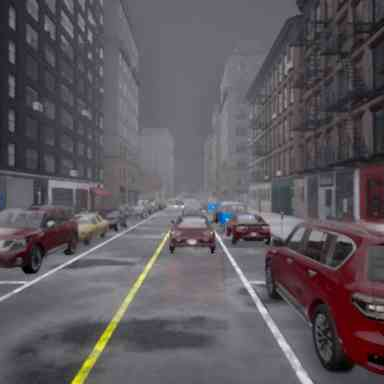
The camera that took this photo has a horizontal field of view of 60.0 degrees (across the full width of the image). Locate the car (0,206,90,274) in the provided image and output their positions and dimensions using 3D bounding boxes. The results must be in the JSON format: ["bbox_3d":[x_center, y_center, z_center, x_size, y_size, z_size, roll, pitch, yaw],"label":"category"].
[{"bbox_3d":[-5.375,1.419,11.087,2.192,1.841,5.009,0,-1,0],"label":"car"}]

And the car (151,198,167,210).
[{"bbox_3d":[-5.330,1.761,48.952,2.192,1.841,5.009,0,-1,0],"label":"car"}]

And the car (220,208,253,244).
[{"bbox_3d":[2.656,1.698,16.485,1.887,1.381,4.507,0,-1,0],"label":"car"}]

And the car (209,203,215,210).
[{"bbox_3d":[2.669,1.818,27.304,1.947,1.339,4.313,0,-1,0],"label":"car"}]

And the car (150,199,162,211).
[{"bbox_3d":[-5.337,1.979,43.541,1.802,1.307,4.206,0,-1,0],"label":"car"}]

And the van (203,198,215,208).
[{"bbox_3d":[2.689,1.738,43.533,1.690,1.788,3.998,0,-1,0],"label":"van"}]

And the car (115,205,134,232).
[{"bbox_3d":[-5.362,1.769,21.904,1.947,1.339,4.313,0,-1,0],"label":"car"}]

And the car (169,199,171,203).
[{"bbox_3d":[-5.317,1.984,59.769,1.967,1.590,4.097,0,-1,0],"label":"car"}]

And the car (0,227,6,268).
[{"bbox_3d":[-5.382,1.578,5.506,1.752,1.417,4.829,0,-1,0],"label":"car"}]

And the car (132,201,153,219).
[{"bbox_3d":[-5.349,1.851,32.722,2.008,1.369,4.403,0,-1,0],"label":"car"}]

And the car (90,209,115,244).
[{"bbox_3d":[-5.369,1.678,16.325,1.752,1.417,4.829,0,-1,0],"label":"car"}]

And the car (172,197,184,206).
[{"bbox_3d":[-2.667,2.240,70.961,1.895,1.301,4.718,0,-1,0],"label":"car"}]

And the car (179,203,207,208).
[{"bbox_3d":[0.035,1.869,29.110,1.895,1.301,4.718,0,0,0],"label":"car"}]

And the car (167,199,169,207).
[{"bbox_3d":[-5.324,1.935,54.360,1.967,1.590,4.097,0,-1,0],"label":"car"}]

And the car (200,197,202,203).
[{"bbox_3d":[2.701,1.935,54.350,1.967,1.590,4.097,0,-1,0],"label":"car"}]

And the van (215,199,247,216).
[{"bbox_3d":[2.663,1.544,21.897,1.690,1.788,3.998,0,-1,0],"label":"van"}]

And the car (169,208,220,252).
[{"bbox_3d":[0.021,1.660,14.400,1.812,1.442,4.674,0,0,0],"label":"car"}]

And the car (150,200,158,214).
[{"bbox_3d":[-5.343,1.915,38.131,1.947,1.339,4.313,0,-1,0],"label":"car"}]

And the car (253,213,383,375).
[{"bbox_3d":[2.644,1.369,5.668,2.192,1.841,5.009,0,-1,0],"label":"car"}]

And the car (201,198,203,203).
[{"bbox_3d":[2.695,1.973,49.111,1.752,1.417,4.829,0,-1,0],"label":"car"}]

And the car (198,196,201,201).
[{"bbox_3d":[2.831,1.981,69.243,2.097,1.767,4.553,0,-1,0],"label":"car"}]
